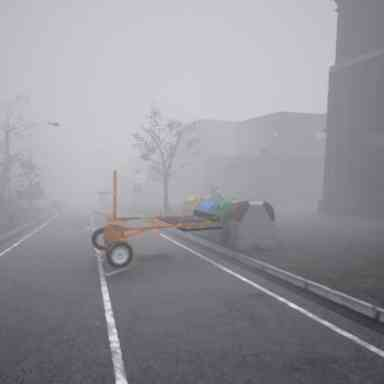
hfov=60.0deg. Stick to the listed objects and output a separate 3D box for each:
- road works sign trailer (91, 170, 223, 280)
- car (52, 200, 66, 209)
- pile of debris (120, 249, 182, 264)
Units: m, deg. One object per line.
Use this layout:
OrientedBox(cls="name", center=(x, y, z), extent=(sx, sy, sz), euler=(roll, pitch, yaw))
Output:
OrientedBox(cls="road works sign trailer", center=(-1.123, 0.778, 10.389), extent=(3.560, 2.880, 2.380), euler=(-1, 5, -27))
OrientedBox(cls="car", center=(-23.526, 2.106, 58.650), extent=(1.882, 1.535, 5.008), euler=(-2, 0, -30))
OrientedBox(cls="pile of debris", center=(-1.468, 2.239, 11.627), extent=(1.860, 0.140, 1.500), euler=(-1, 0, -20))
